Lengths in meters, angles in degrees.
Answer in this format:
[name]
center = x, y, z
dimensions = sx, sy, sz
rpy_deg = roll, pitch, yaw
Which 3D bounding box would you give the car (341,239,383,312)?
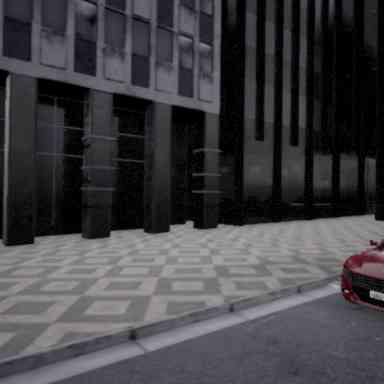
[car]
center = 5.147, 1.462, 7.049
dimensions = 5.008, 1.535, 1.882
rpy_deg = 0, 0, -35
